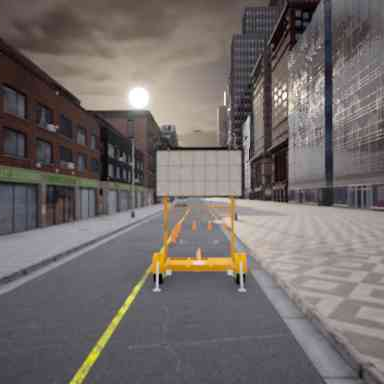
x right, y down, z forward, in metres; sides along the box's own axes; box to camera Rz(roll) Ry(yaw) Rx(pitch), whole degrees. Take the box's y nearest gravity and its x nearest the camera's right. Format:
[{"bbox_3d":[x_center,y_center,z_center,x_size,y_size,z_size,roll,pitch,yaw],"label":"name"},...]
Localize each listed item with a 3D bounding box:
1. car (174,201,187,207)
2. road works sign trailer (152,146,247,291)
[{"bbox_3d":[-1.940,2.160,56.309,1.994,1.385,4.181,0,-1,1],"label":"car"},{"bbox_3d":[0.194,0.555,9.230,2.380,3.560,2.880,0,-1,1],"label":"road works sign trailer"}]
